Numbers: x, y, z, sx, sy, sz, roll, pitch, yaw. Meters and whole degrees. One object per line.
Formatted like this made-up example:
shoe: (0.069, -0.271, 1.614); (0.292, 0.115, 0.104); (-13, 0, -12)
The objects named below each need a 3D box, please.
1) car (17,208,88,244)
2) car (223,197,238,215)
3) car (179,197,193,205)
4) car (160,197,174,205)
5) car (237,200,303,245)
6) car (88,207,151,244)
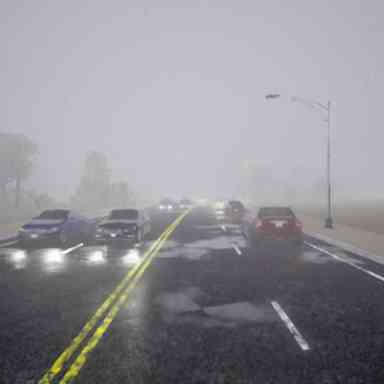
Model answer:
car: (-6.369, 1.518, 15.837); (1.812, 1.442, 4.674); (0, 0, 1)
car: (4.196, 1.509, 33.089); (1.812, 1.442, 4.674); (0, 0, 3)
car: (-0.986, 1.513, 56.169); (1.994, 1.385, 4.181); (0, 0, 5)
car: (-4.230, 1.549, 56.381); (1.895, 1.301, 4.718); (0, 0, 5)
car: (3.568, 1.348, 15.576); (2.097, 1.767, 4.553); (0, 0, 1)
car: (-3.127, 1.498, 15.878); (1.837, 1.490, 4.892); (0, 0, 1)
